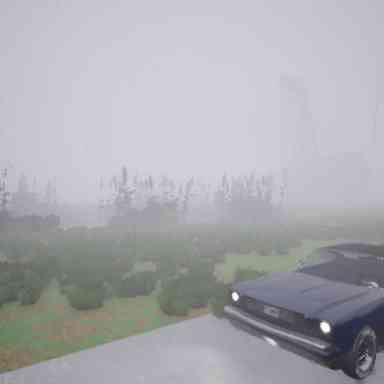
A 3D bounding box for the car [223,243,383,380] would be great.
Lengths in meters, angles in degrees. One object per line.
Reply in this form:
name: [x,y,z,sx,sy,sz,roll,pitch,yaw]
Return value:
car: [2.776,1.635,5.668,4.718,1.301,1.895,0,0,-38]
